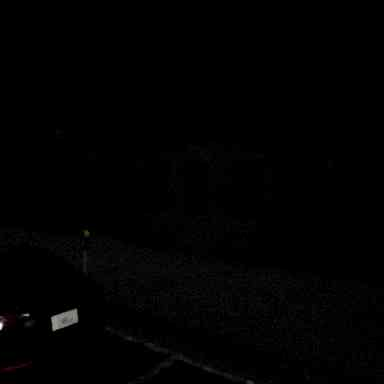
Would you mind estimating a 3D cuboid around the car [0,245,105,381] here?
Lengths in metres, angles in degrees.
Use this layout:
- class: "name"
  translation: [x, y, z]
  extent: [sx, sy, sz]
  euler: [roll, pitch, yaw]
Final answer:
- class: "car"
  translation: [-3.165, 1.488, 5.082]
  extent: [4.313, 1.339, 1.947]
  euler: [1, 1, 36]
